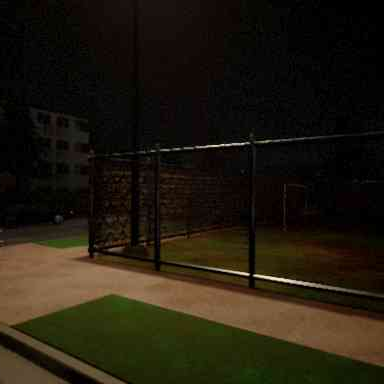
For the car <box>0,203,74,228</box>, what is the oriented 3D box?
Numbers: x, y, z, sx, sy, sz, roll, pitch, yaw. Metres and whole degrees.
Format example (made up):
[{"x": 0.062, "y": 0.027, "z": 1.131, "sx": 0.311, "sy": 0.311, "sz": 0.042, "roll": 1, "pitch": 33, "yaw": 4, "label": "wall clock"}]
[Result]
[{"x": -10.210, "y": 1.399, "z": 21.125, "sx": 2.033, "sy": 1.411, "sz": 5.357, "roll": 0, "pitch": 0, "yaw": 35, "label": "car"}]
